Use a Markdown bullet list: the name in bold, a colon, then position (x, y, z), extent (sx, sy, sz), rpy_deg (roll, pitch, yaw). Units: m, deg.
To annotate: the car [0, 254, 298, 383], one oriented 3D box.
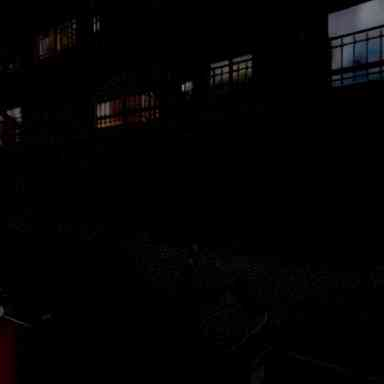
- **car**: position (-1.085, 1.430, 3.645), extent (4.097, 1.590, 1.967), rpy_deg (0, 0, 35)
